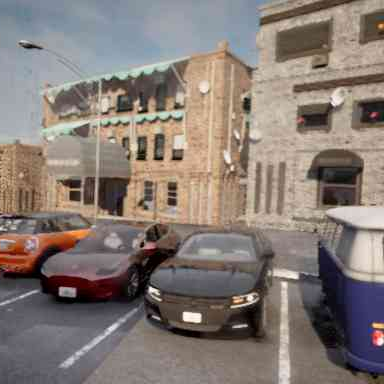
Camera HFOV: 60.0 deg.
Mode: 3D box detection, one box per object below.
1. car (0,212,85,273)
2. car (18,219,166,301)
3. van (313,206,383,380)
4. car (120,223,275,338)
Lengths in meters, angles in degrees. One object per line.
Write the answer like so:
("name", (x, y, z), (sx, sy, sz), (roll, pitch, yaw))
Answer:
("car", (-4.132, 1.404, 10.346), (2.185, 1.767, 4.553), (0, -1, 15))
("car", (-1.729, 1.536, 8.643), (2.163, 1.488, 4.792), (0, -1, 15))
("van", (3.086, 1.251, 5.388), (1.878, 1.987, 4.442), (0, -1, 15))
("car", (0.668, 1.488, 6.981), (2.097, 1.535, 5.008), (0, -1, 15))
